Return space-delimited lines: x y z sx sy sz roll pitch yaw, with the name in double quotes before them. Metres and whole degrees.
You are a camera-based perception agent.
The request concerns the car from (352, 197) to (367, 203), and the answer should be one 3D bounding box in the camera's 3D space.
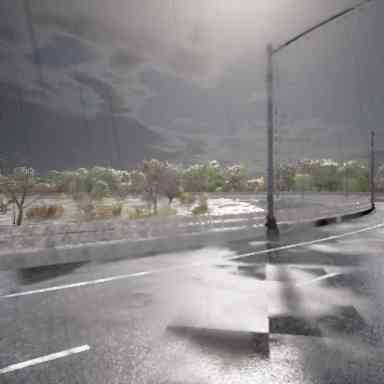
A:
"car" 39.742 1.822 78.665 2.033 1.411 5.357 0 0 5
